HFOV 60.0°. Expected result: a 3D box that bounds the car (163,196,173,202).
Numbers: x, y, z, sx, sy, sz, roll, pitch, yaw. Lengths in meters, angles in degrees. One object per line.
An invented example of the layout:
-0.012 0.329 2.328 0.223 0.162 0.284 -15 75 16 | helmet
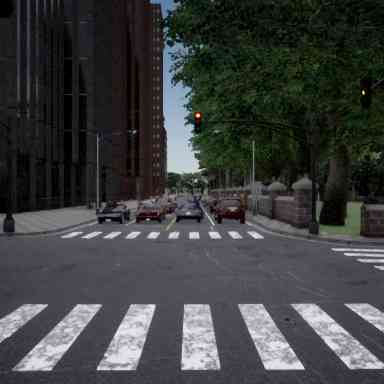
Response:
-5.730 1.620 79.620 1.887 1.381 4.507 0 0 0 | car

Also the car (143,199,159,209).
-5.743 1.616 46.877 1.802 1.307 4.206 0 0 0 | car

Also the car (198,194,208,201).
2.798 1.400 85.077 2.192 1.841 5.009 0 0 0 | car

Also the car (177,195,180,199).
-3.071 1.538 45.721 1.837 1.490 4.892 0 0 0 | car

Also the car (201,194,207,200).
2.784 1.481 52.338 1.967 1.590 4.097 0 0 0 | car

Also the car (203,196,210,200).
2.780 1.579 41.424 2.008 1.369 4.403 0 0 0 | car

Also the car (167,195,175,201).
-5.725 1.533 90.534 1.967 1.590 4.097 0 0 0 | car

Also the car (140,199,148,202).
-5.745 1.579 41.420 2.008 1.369 4.403 0 0 0 | car

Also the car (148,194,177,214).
-3.084 1.374 35.488 2.097 1.767 4.553 0 0 1 | car

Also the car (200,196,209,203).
2.793 1.593 74.334 1.752 1.417 4.829 0 0 0 | car

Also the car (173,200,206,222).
-0.140 1.577 26.909 1.994 1.385 4.181 0 0 3 | car

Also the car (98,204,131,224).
-5.752 1.576 25.050 1.947 1.339 4.313 0 0 0 | car

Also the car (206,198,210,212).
2.778 1.588 35.968 1.947 1.339 4.313 0 0 0 | car

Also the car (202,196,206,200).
2.782 1.585 46.881 2.008 1.369 4.403 0 0 0 | car

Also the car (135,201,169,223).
-3.089 1.612 25.495 1.895 1.301 4.718 0 0 0 | car

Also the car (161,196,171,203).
-5.732 1.612 74.163 1.887 1.381 4.507 0 0 0 | car

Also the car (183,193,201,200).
0.083 1.396 55.972 2.097 1.767 4.553 0 0 0 | car

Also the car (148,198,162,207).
-5.741 1.623 52.335 1.802 1.307 4.206 0 0 0 | car

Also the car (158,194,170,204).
-5.734 1.375 68.706 2.192 1.841 5.009 0 0 0 | car

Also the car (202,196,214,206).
2.787 1.487 57.794 1.967 1.590 4.097 0 0 0 | car

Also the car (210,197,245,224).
2.773 1.326 25.056 2.192 1.841 5.009 0 0 0 | car

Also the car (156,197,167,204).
-5.736 1.635 63.249 1.802 1.307 4.206 0 0 0 | car
